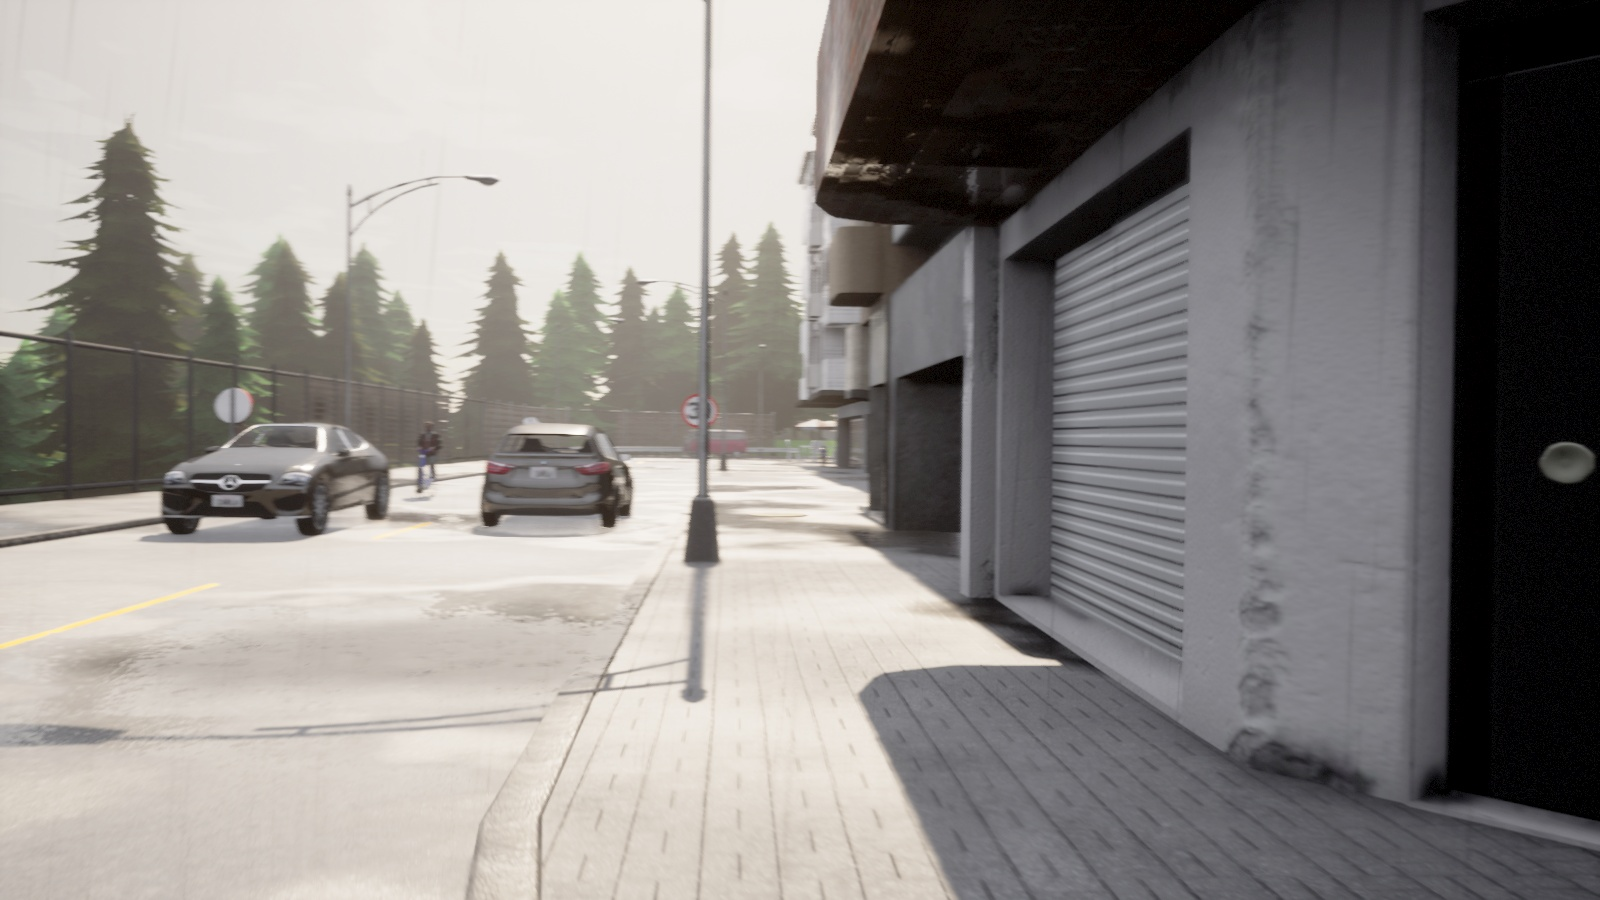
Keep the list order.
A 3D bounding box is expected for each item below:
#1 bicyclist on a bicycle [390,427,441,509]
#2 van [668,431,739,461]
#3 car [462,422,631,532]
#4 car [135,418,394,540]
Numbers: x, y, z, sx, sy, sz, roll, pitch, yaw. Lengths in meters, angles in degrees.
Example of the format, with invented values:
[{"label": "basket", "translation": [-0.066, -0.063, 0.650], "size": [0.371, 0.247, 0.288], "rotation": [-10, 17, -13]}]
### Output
[{"label": "bicyclist on a bicycle", "translation": [-8.643, 0.382, 28.279], "size": [0.659, 1.776, 1.843], "rotation": [0, 0, -4]}, {"label": "van", "translation": [-6.517, -0.297, 84.737], "size": [4.442, 1.987, 1.775], "rotation": [-1, 0, -29]}, {"label": "car", "translation": [-4.223, 0.393, 21.687], "size": [2.242, 1.667, 4.611], "rotation": [0, 1, -4]}, {"label": "car", "translation": [-8.099, 0.371, 19.605], "size": [2.152, 1.651, 5.027], "rotation": [0, 1, -4]}]
